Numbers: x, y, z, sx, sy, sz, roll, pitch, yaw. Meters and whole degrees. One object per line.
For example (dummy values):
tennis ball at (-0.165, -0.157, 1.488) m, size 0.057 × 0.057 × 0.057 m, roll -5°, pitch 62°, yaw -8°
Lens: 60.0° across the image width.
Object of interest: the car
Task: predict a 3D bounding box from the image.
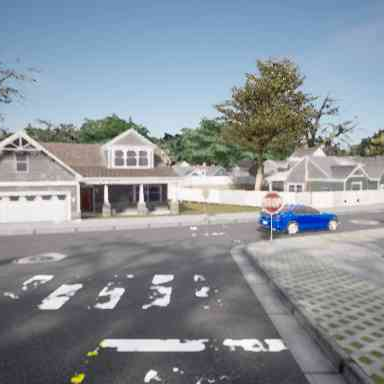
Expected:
car at (6.038, 1.430, 18.679) m, size 5.008 × 1.535 × 1.882 m, roll -1°, pitch 3°, yaw -28°
